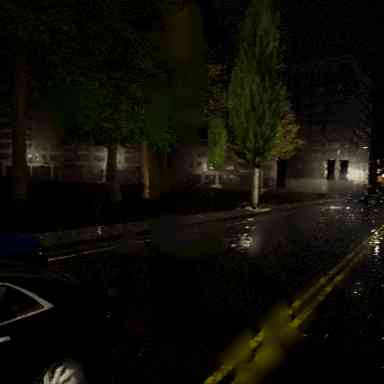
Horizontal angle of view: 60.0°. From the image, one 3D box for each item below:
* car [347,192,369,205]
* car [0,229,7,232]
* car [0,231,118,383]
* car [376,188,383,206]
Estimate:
[{"bbox_3d":[20.275,0.717,40.415,1.812,1.442,4.674,3,2,35],"label":"car"},{"bbox_3d":[-4.654,1.225,5.153,1.812,1.442,4.674,3,2,35],"label":"car"},{"bbox_3d":[-2.727,1.349,2.250,1.837,1.490,4.892,3,2,35],"label":"car"},{"bbox_3d":[22.485,0.550,37.899,2.150,2.045,5.566,3,2,35],"label":"car"}]
